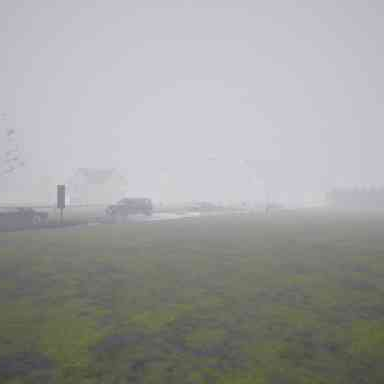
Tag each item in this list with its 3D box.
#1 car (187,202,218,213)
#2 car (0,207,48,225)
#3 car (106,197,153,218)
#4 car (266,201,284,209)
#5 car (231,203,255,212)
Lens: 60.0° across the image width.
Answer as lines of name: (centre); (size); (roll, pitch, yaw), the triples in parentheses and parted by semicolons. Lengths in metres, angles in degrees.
car: (1.563, 2.093, 46.292); (2.033, 1.411, 5.357); (1, 0, 36)
car: (-13.530, 1.794, 25.130); (1.895, 1.301, 4.718); (1, 0, 35)
car: (-6.455, 1.579, 35.070); (2.150, 2.045, 5.566); (1, 0, 35)
car: (15.094, 2.388, 60.251); (1.994, 1.385, 4.181); (1, 0, 35)
car: (7.740, 2.262, 49.918); (1.895, 1.301, 4.718); (1, 0, 35)
